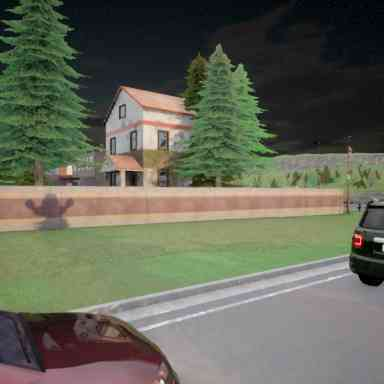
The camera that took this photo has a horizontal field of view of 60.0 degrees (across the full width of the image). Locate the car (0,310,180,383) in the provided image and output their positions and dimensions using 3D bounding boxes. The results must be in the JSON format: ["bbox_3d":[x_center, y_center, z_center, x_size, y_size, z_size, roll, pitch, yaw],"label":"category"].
[{"bbox_3d":[-2.115,1.564,2.355,4.181,1.385,1.994,0,0,-34],"label":"car"}]

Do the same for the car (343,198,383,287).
[{"bbox_3d":[6.113,1.221,8.137,5.566,2.045,2.150,0,0,-35],"label":"car"}]

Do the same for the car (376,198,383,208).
[{"bbox_3d":[28.609,1.601,46.423,1.895,1.301,4.718,0,0,-36],"label":"car"}]

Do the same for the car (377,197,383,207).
[{"bbox_3d":[30.624,1.491,49.608,2.128,1.511,4.902,0,0,-36],"label":"car"}]

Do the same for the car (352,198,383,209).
[{"bbox_3d":[24.745,1.526,45.791,1.812,1.442,4.674,0,0,-36],"label":"car"}]
